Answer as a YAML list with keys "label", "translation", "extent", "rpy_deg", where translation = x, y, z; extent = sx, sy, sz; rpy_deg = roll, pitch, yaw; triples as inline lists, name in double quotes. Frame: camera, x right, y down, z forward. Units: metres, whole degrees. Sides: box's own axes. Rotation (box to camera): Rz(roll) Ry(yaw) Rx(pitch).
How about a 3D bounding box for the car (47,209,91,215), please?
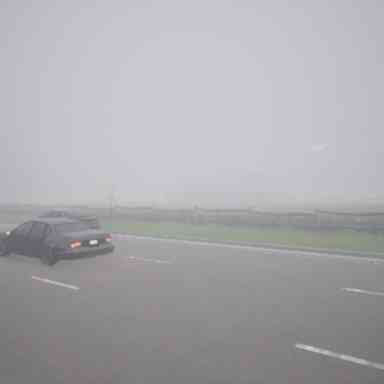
- label: "car"
  translation: [-6.848, 1.661, 17.468]
  extent: [4.892, 1.490, 1.837]
  rpy_deg: [-1, 0, 36]

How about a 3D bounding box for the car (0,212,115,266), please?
- label: "car"
  translation: [-5.141, 1.658, 11.951]
  extent: [5.357, 1.411, 2.033]
  rpy_deg: [-1, 0, 36]
